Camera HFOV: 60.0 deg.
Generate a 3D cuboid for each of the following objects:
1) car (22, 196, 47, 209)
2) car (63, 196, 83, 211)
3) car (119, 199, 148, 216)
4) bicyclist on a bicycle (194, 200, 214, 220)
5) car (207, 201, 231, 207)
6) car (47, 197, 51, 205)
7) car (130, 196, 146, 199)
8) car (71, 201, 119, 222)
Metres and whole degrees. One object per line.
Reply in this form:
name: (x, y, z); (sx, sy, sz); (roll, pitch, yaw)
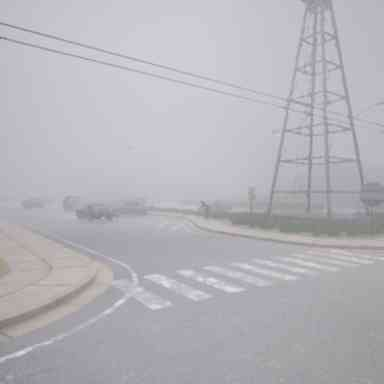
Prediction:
car: (-22.581, 1.483, 47.207); (2.097, 1.767, 4.553); (1, -1, -36)
car: (-14.881, 1.488, 43.516); (3.866, 1.878, 1.905); (1, -1, -36)
car: (-6.470, 1.681, 32.964); (4.193, 1.474, 1.816); (1, -1, -36)
bicyclist on a bicycle: (0.967, 1.503, 27.353); (1.656, 1.620, 0.582); (0, 0, -2)
car: (3.214, 1.844, 41.516); (3.905, 1.438, 1.784); (1, -1, -36)
car: (-29.162, 1.665, 63.061); (4.611, 1.667, 2.242); (1, -1, -36)
car: (-10.190, 1.641, 59.563); (4.605, 1.855, 1.932); (1, -1, -36)
car: (-8.205, 1.724, 27.774); (1.895, 1.301, 4.718); (1, -1, -36)
